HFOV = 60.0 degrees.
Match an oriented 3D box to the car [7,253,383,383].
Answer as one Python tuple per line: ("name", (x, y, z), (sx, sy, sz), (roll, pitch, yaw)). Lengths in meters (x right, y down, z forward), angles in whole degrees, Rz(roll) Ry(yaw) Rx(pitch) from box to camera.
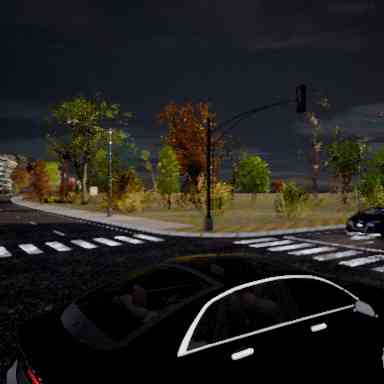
("car", (0.669, 1.500, 3.845), (4.892, 1.490, 1.837), (0, 0, -35))

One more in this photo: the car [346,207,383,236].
("car", (10.415, 1.548, 18.366), (4.181, 1.385, 1.994), (0, 0, -32))
